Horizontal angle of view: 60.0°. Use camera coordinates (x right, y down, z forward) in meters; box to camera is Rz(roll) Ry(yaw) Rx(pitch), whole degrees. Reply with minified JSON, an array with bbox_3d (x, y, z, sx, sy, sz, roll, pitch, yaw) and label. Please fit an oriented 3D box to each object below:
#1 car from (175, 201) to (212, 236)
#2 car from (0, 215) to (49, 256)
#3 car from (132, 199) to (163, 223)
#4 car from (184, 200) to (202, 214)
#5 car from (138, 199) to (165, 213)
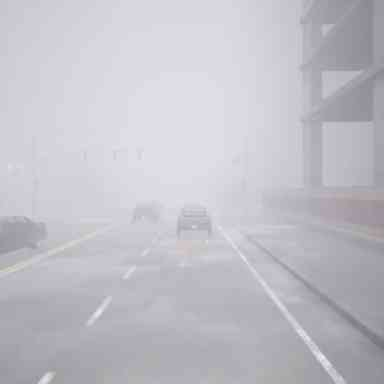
[{"bbox_3d":[0.108,1.496,18.576,2.128,1.511,4.902,0,0,0],"label":"car"},{"bbox_3d":[-6.995,1.551,11.851,2.033,1.411,5.357,0,0,0],"label":"car"},{"bbox_3d":[-3.419,1.512,25.818,1.837,1.490,4.892,0,0,0],"label":"car"},{"bbox_3d":[0.111,1.610,35.859,1.895,1.301,4.718,0,0,0],"label":"car"},{"bbox_3d":[-4.875,1.558,39.234,2.033,1.411,5.357,0,0,-20],"label":"car"}]
